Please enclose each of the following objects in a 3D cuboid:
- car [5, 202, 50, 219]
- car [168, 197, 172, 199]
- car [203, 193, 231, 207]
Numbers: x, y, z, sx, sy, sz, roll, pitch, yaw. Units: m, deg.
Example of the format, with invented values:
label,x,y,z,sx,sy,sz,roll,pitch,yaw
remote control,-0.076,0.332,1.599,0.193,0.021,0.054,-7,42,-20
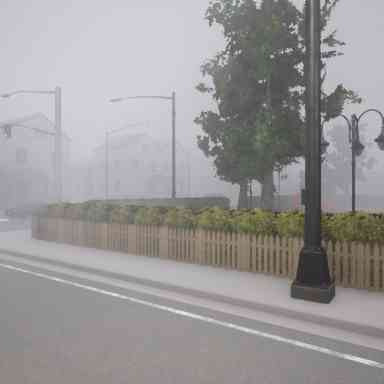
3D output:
label,x,y,z,sx,sy,sz,roll,pitch,yaw
car,-14.016,1.564,29.263,1.994,1.385,4.181,0,0,35
car,-3.272,1.478,44.660,1.882,1.535,5.008,0,0,35
car,3.548,1.221,48.156,2.150,2.045,5.566,0,0,35
